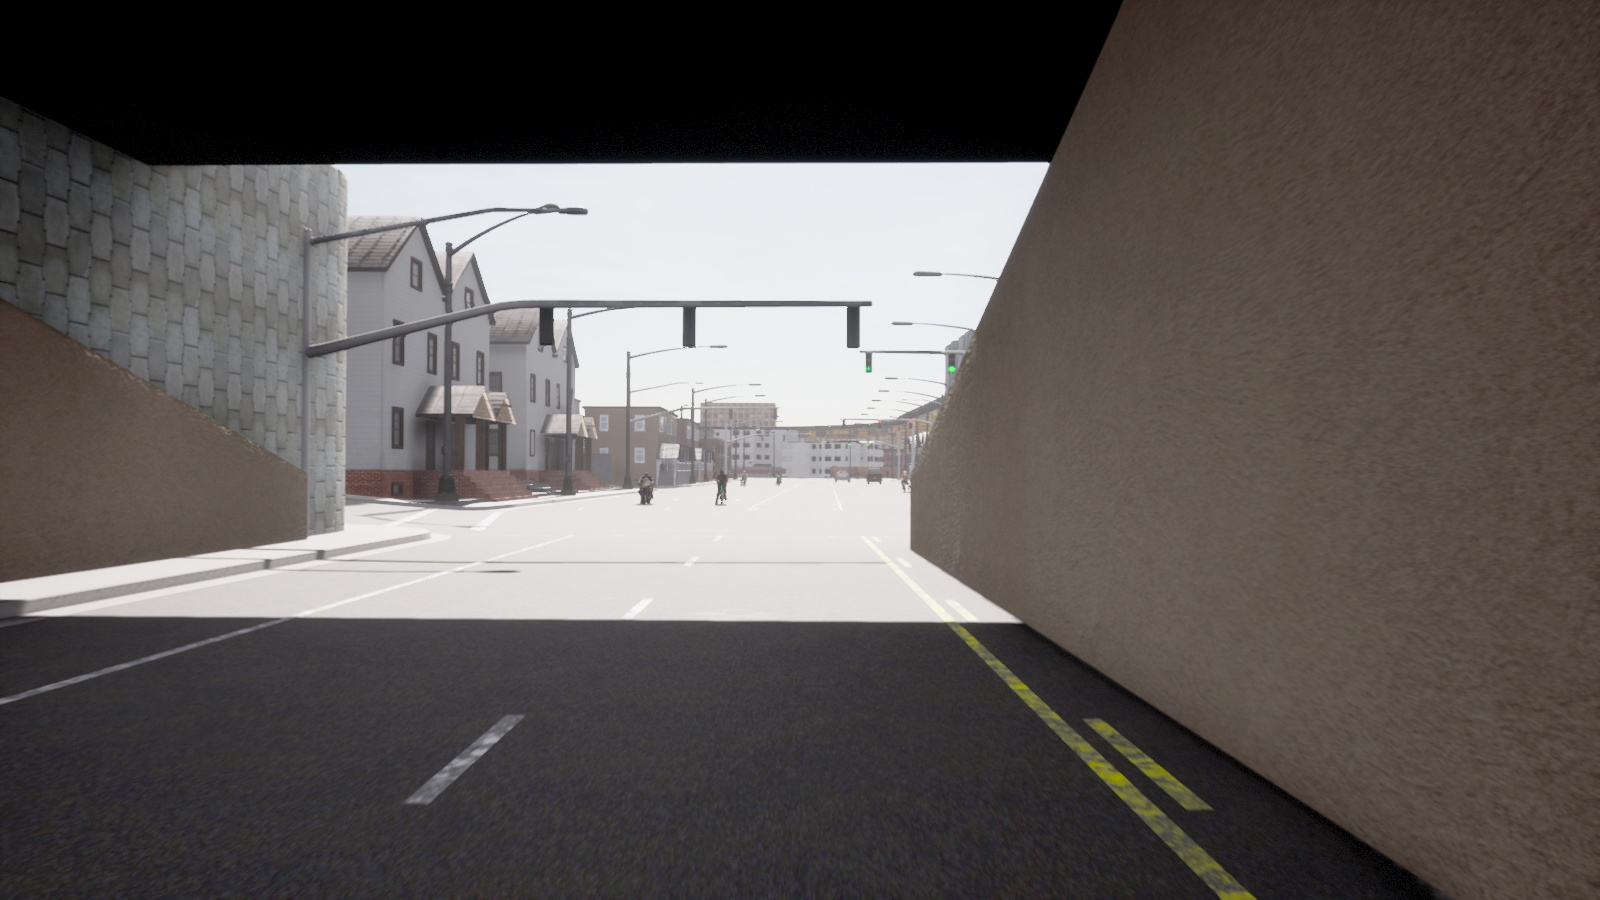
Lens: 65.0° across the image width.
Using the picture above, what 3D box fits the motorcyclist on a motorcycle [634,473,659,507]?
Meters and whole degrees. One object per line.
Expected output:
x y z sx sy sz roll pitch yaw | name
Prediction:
-7.064 1.848 57.896 0.866 1.530 2.191 0 -1 0 | motorcyclist on a motorcycle
